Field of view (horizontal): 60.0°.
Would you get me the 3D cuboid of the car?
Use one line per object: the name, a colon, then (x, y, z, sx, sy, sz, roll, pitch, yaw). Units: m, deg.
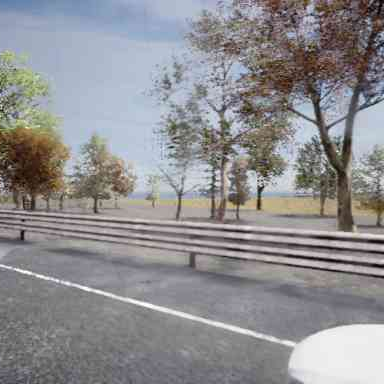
car: (2.904, 1.537, 1.932, 4.674, 1.442, 1.812, 0, 0, 35)
